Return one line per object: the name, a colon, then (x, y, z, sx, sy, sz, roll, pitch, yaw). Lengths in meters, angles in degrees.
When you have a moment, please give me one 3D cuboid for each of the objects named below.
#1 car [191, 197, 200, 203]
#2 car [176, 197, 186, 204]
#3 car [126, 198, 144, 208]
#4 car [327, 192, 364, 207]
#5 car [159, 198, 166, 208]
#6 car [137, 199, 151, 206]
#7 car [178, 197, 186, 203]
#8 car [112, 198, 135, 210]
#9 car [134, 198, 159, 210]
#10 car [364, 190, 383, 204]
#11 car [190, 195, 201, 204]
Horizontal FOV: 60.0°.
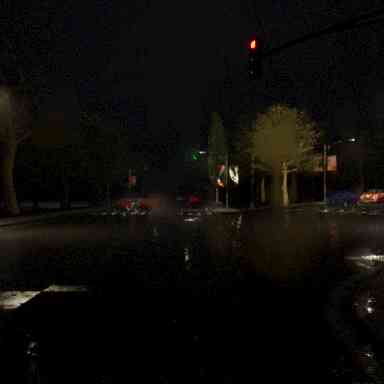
car: (0.867, 2.080, 83.950, 2.033, 1.411, 5.357, 0, -1, 1)
car: (-2.487, 1.804, 73.928, 2.097, 1.767, 4.553, 0, -1, 1)
car: (-9.203, 1.729, 54.124, 2.128, 1.511, 4.902, 0, -1, 1)
car: (16.390, 0.795, 35.973, 5.008, 1.535, 1.882, -1, 1, -42)
car: (-5.946, 1.789, 54.509, 2.033, 1.411, 5.357, 0, -1, 1)
car: (-9.099, 1.932, 63.158, 1.895, 1.301, 4.718, 0, -1, 1)
car: (-2.383, 2.040, 83.984, 1.837, 1.490, 4.892, 0, -1, 1)
car: (-9.290, 1.629, 44.619, 1.882, 1.535, 5.008, 0, 0, 1)
car: (-6.041, 1.629, 44.586, 1.882, 1.535, 5.008, 0, 0, 1)
car: (23.157, 0.506, 42.230, 4.553, 1.767, 2.097, -1, 1, -42)
car: (0.759, 1.670, 73.564, 2.150, 2.045, 5.566, 0, -1, 1)
